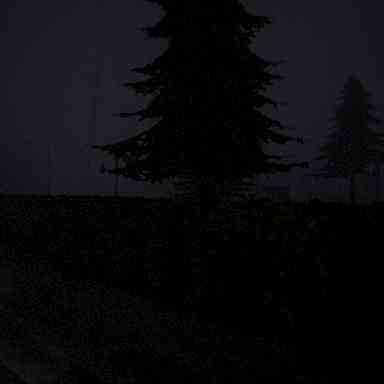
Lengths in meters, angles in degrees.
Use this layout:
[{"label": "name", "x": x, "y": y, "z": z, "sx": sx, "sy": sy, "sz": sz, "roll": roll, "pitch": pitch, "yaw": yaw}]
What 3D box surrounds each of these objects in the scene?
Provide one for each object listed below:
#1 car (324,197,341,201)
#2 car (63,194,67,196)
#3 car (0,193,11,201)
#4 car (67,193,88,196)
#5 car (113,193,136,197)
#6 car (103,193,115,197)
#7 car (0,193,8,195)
[{"label": "car", "x": 24.604, "y": 1.533, "z": 58.579, "sx": 2.033, "sy": 1.411, "sz": 5.357, "roll": 0, "pitch": 0, "yaw": 5}, {"label": "car", "x": -31.908, "y": 1.232, "z": 85.939, "sx": 3.806, "sy": 1.475, "sz": 1.970, "roll": 0, "pitch": 0, "yaw": -45}, {"label": "car", "x": -41.765, "y": 1.097, "z": 71.634, "sx": 4.605, "sy": 1.855, "sz": 1.932, "roll": 0, "pitch": 0, "yaw": -45}, {"label": "car", "x": -27.175, "y": 1.154, "z": 81.593, "sx": 5.027, "sy": 1.636, "sz": 2.152, "roll": 0, "pitch": 0, "yaw": -45}, {"label": "car", "x": -10.306, "y": 1.384, "z": 54.272, "sx": 3.806, "sy": 1.475, "sz": 1.970, "roll": 0, "pitch": 0, "yaw": -45}, {"label": "car", "x": -15.867, "y": 1.097, "z": 70.694, "sx": 4.605, "sy": 1.855, "sz": 1.932, "roll": 0, "pitch": 0, "yaw": -45}, {"label": "car", "x": -23.711, "y": 1.330, "z": 41.282, "sx": 5.027, "sy": 1.636, "sz": 2.152, "roll": 0, "pitch": 0, "yaw": -45}]
